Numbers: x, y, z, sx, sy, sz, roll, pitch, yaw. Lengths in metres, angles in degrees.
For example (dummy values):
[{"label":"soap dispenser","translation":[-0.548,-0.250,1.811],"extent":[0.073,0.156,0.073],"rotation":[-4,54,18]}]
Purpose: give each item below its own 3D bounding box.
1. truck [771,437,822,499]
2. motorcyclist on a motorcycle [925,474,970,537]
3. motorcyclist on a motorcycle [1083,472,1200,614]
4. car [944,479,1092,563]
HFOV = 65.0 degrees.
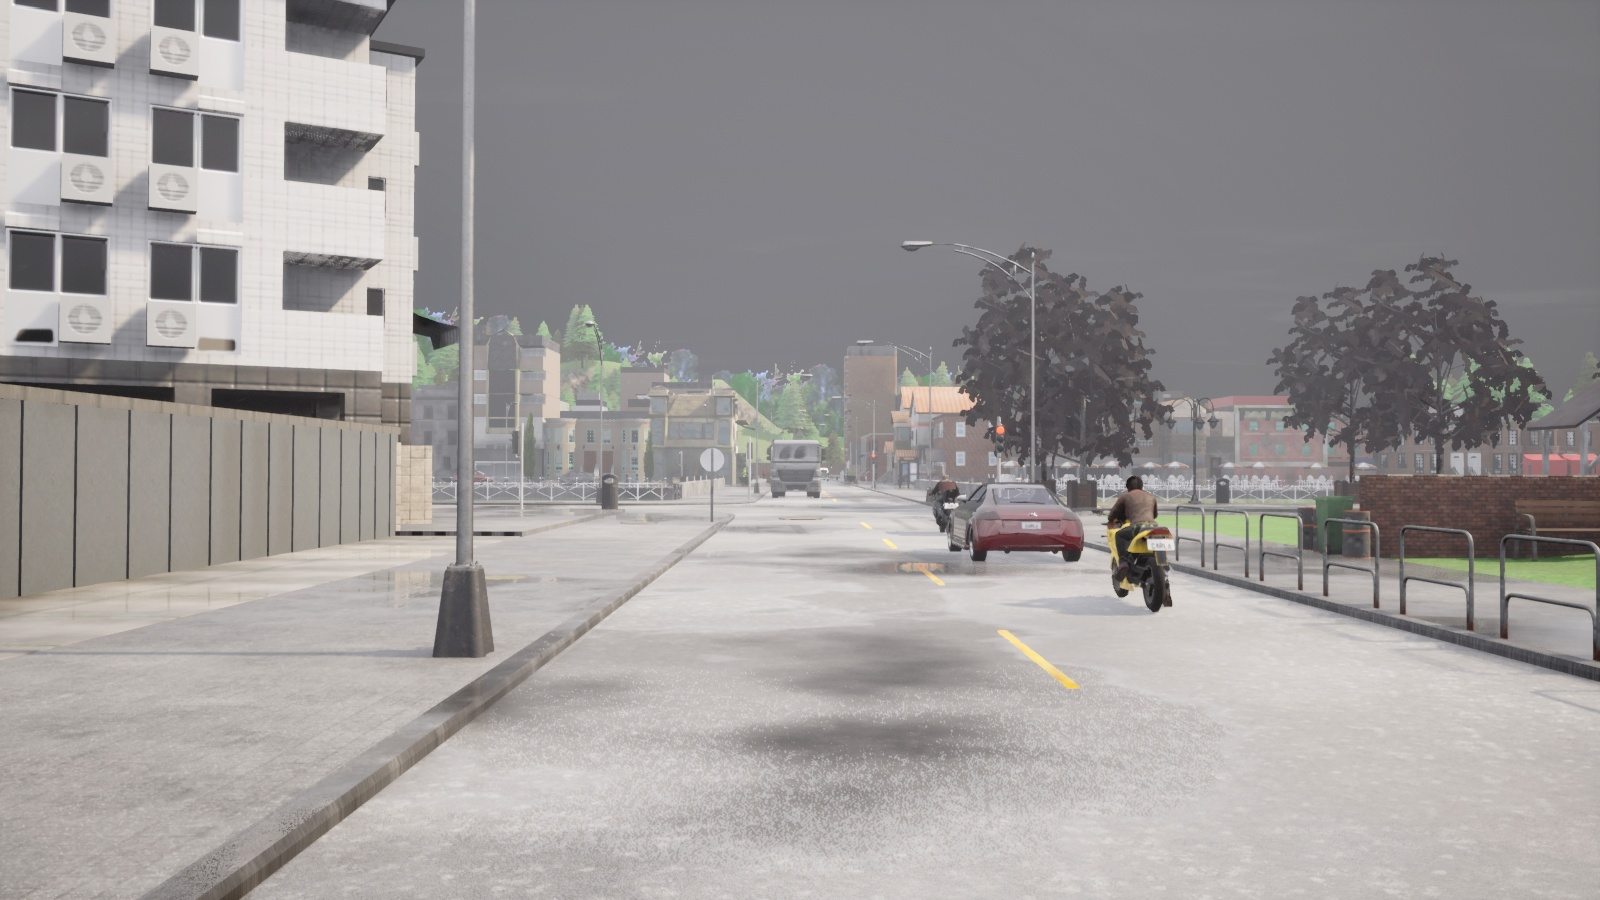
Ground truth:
[{"label":"truck","translation":[-0.218,1.085,74.707],"extent":[2.891,3.462,7.936],"rotation":[0,-1,0]},{"label":"motorcyclist on a motorcycle","translation":[3.677,1.362,31.448],"extent":[0.866,1.530,2.191],"rotation":[0,-1,0]},{"label":"motorcyclist on a motorcycle","translation":[3.957,1.029,14.730],"extent":[0.797,1.523,2.044],"rotation":[0,0,0]},{"label":"car","translation":[3.933,1.254,23.348],"extent":[1.994,1.385,4.181],"rotation":[0,-1,0]}]
